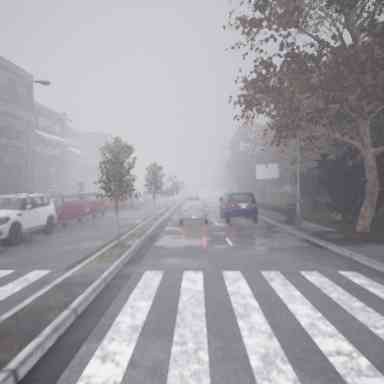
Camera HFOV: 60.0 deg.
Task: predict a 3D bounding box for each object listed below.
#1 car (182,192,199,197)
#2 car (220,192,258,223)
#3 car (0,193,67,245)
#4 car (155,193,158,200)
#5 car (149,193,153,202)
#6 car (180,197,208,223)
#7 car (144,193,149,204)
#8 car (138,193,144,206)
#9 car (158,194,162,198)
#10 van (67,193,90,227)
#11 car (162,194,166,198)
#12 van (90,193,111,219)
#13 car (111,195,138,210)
[{"bbox_3d":[0.135,1.105,41.884,2.128,1.511,4.902,0,1,0],"label":"car"},{"bbox_3d":[3.270,1.017,23.820,2.150,2.045,5.566,0,0,0],"label":"car"},{"bbox_3d":[-8.136,1.108,15.150,2.435,2.045,5.566,0,0,0],"label":"car"},{"bbox_3d":[-7.853,0.923,59.552,2.002,1.452,4.674,0,1,0],"label":"car"},{"bbox_3d":[-7.888,0.982,53.976,2.163,1.488,4.792,0,1,0],"label":"car"},{"bbox_3d":[0.119,1.326,23.282,1.812,1.442,4.674,0,1,0],"label":"car"},{"bbox_3d":[-7.925,1.059,48.460,2.002,1.452,4.674,0,1,0],"label":"car"},{"bbox_3d":[-7.960,1.114,42.882,2.163,1.488,4.792,0,1,0],"label":"car"},{"bbox_3d":[-7.818,0.811,65.102,2.231,1.521,4.892,0,1,0],"label":"car"},{"bbox_3d":[-8.102,1.086,20.607,1.878,1.987,4.442,0,1,0],"label":"van"},{"bbox_3d":[-7.746,0.660,76.093,2.097,1.535,5.008,0,1,1],"label":"car"},{"bbox_3d":[-8.066,1.034,26.154,1.878,1.987,4.442,0,1,0],"label":"van"},{"bbox_3d":[-7.996,0.893,37.334,2.435,2.045,5.566,0,1,0],"label":"car"}]
